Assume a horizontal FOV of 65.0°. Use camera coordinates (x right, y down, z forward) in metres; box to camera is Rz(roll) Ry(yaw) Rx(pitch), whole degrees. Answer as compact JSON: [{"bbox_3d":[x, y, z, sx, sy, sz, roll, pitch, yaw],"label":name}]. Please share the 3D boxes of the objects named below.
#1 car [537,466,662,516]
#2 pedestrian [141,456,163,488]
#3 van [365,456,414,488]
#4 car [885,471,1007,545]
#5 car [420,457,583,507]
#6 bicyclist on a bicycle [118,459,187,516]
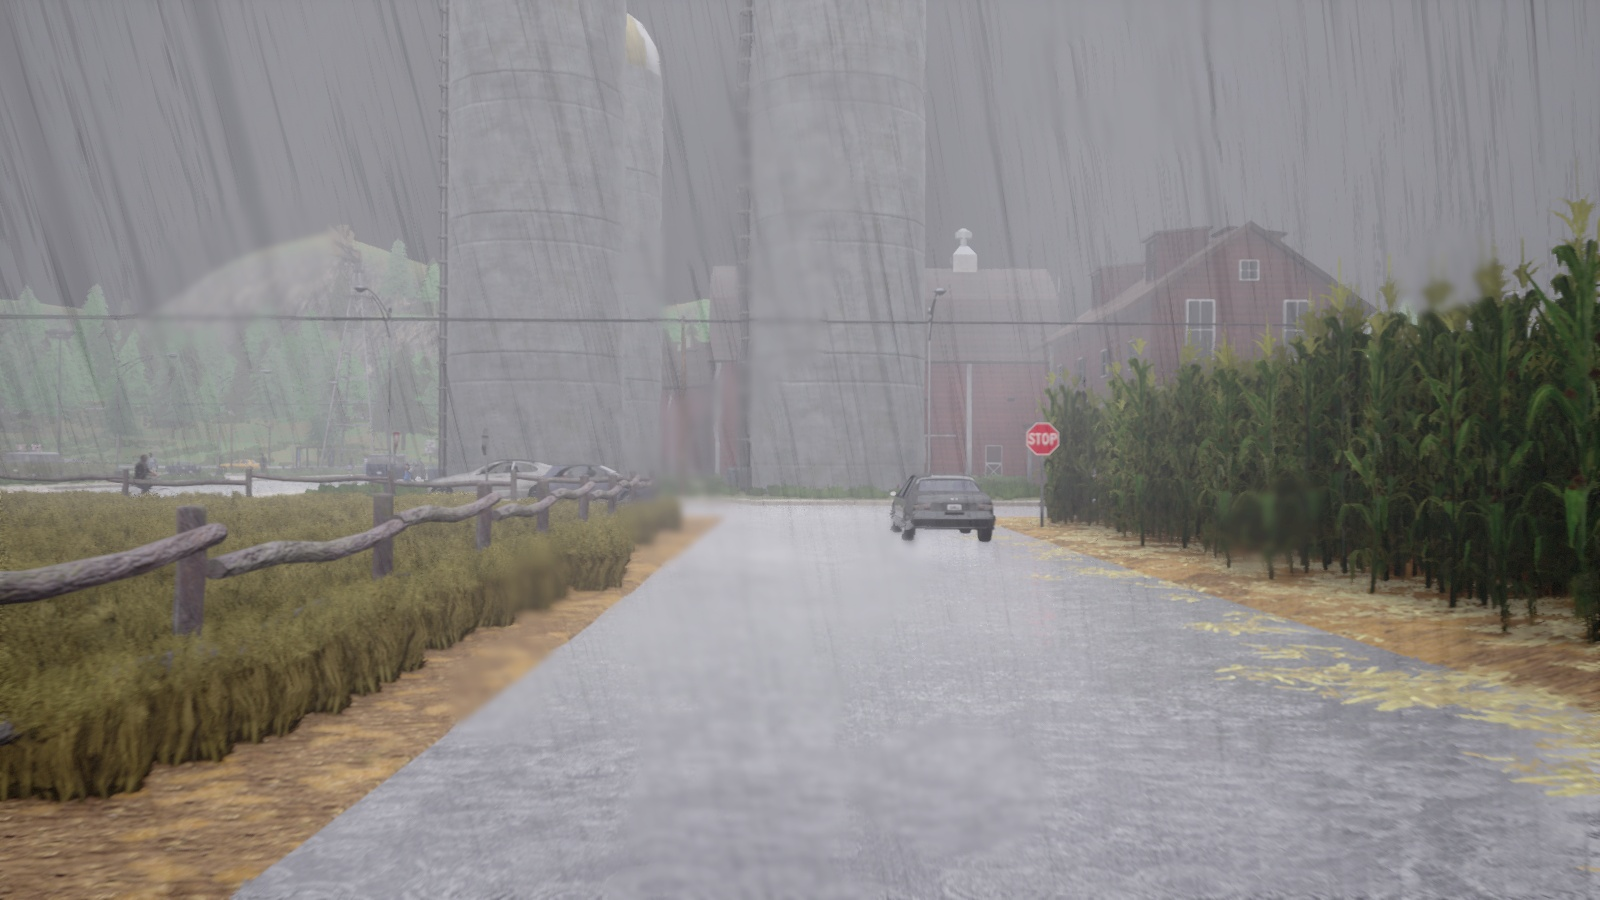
[{"bbox_3d":[-6.241,1.273,39.387,3.633,1.501,1.845,0,0,0],"label":"car"},{"bbox_3d":[-38.209,1.308,74.038,0.874,1.855,0.900,0,0,-2],"label":"pedestrian"},{"bbox_3d":[-26.471,1.413,81.118,1.775,1.987,4.442,0,0,-1],"label":"van"},{"bbox_3d":[3.046,1.176,27.336,2.033,1.411,5.357,0,-1,0],"label":"car"},{"bbox_3d":[-10.116,1.079,42.838,5.027,1.651,2.152,0,0,1],"label":"car"},{"bbox_3d":[-20.392,1.187,39.563,1.843,1.776,0.659,-1,-1,6],"label":"bicyclist on a bicycle"}]
